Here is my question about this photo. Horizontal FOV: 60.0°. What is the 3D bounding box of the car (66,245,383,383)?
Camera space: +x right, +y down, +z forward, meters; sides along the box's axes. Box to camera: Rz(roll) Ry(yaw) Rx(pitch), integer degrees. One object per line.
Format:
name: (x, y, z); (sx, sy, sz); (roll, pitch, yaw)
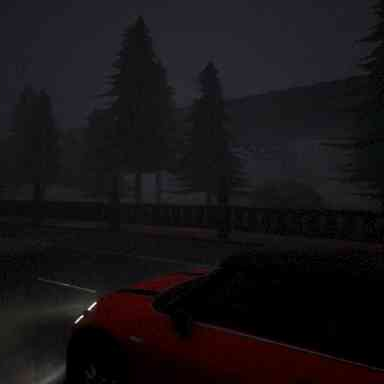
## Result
car: (0.842, 1.338, 3.236); (4.553, 1.767, 2.097); (1, 0, 35)
